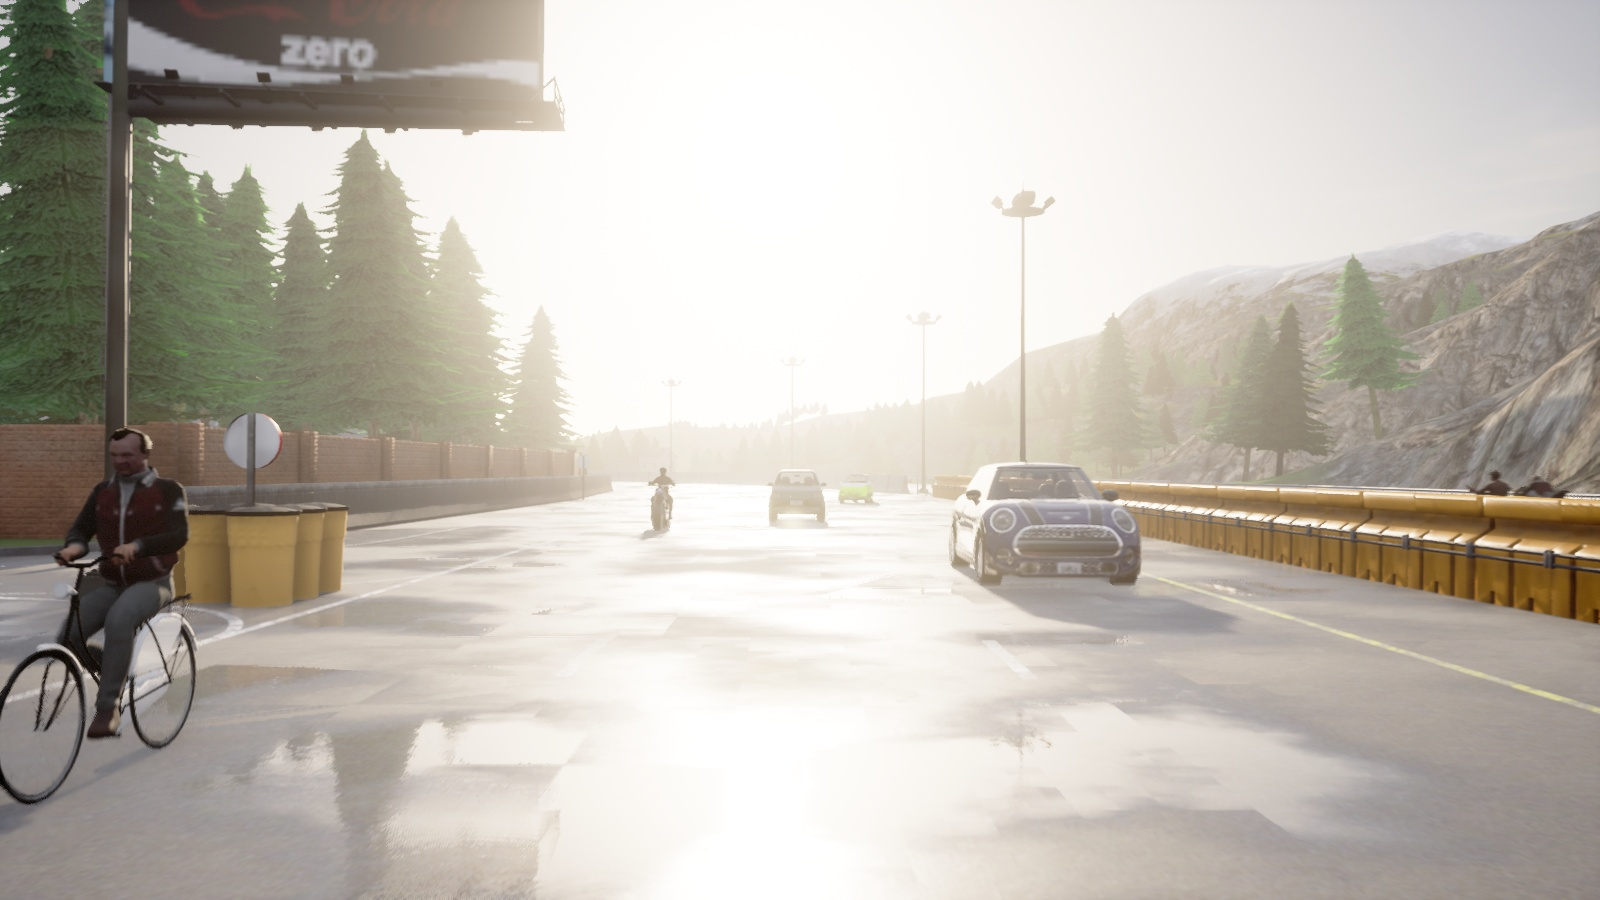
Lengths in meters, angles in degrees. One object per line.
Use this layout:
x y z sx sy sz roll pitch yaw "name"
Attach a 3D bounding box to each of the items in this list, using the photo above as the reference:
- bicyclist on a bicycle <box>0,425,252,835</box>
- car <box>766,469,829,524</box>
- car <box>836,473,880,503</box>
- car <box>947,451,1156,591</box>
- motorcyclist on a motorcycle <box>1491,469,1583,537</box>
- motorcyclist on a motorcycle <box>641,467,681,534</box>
-3.514 0.794 6.369 0.659 1.776 1.843 0 -1 0 "bicyclist on a bicycle"
-0.074 1.369 37.846 1.789 1.549 3.705 0 -1 0 "car"
2.669 1.728 57.392 1.481 1.376 2.207 0 -2 19 "car"
3.463 0.934 18.246 2.097 1.767 4.553 0 -1 0 "car"
17.441 1.230 29.794 0.866 1.530 2.191 0 -1 0 "motorcyclist on a motorcycle"
-3.565 1.270 32.448 0.766 1.649 2.350 0 -1 0 "motorcyclist on a motorcycle"
